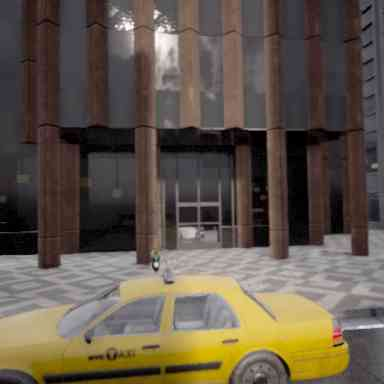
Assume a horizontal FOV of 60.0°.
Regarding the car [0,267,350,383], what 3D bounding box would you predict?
[{"bbox_3d":[-0.554,1.696,4.249,4.829,1.417,1.752,-1,-2,-8],"label":"car"}]
